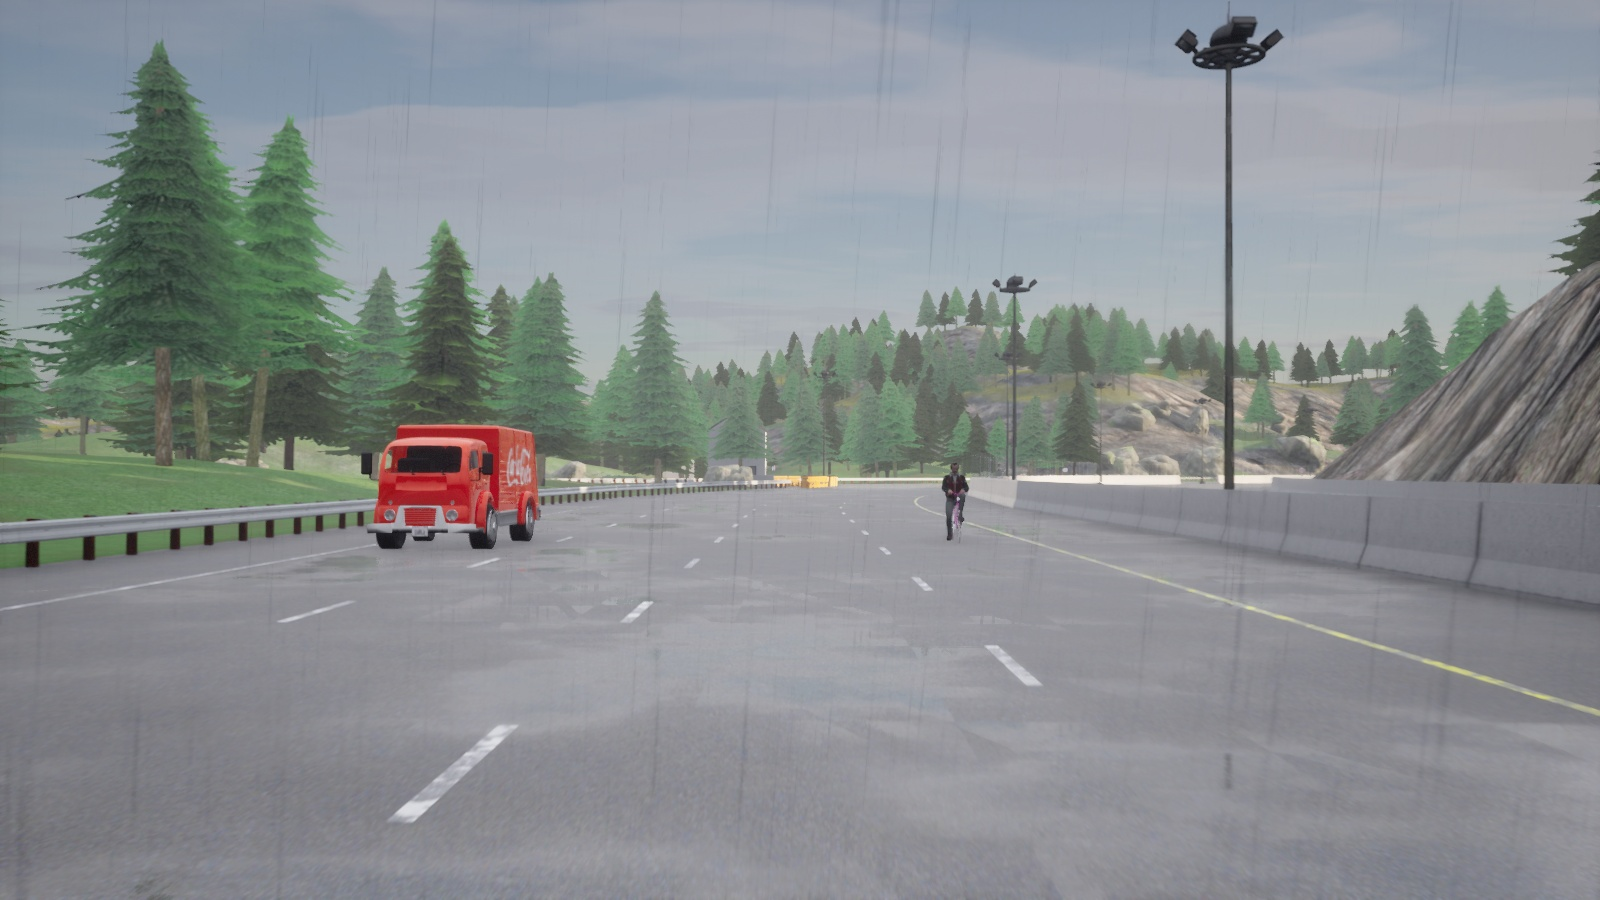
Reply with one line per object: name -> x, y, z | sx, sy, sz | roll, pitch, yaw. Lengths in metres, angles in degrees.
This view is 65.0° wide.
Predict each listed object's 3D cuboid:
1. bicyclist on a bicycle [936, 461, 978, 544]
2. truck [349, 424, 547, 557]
bicyclist on a bicycle -> 3.432, 1.133, 27.576 | 0.659, 1.776, 1.843 | 0, -1, 0
truck -> -7.065, 0.791, 25.941 | 2.627, 2.467, 5.204 | 0, -1, 0
